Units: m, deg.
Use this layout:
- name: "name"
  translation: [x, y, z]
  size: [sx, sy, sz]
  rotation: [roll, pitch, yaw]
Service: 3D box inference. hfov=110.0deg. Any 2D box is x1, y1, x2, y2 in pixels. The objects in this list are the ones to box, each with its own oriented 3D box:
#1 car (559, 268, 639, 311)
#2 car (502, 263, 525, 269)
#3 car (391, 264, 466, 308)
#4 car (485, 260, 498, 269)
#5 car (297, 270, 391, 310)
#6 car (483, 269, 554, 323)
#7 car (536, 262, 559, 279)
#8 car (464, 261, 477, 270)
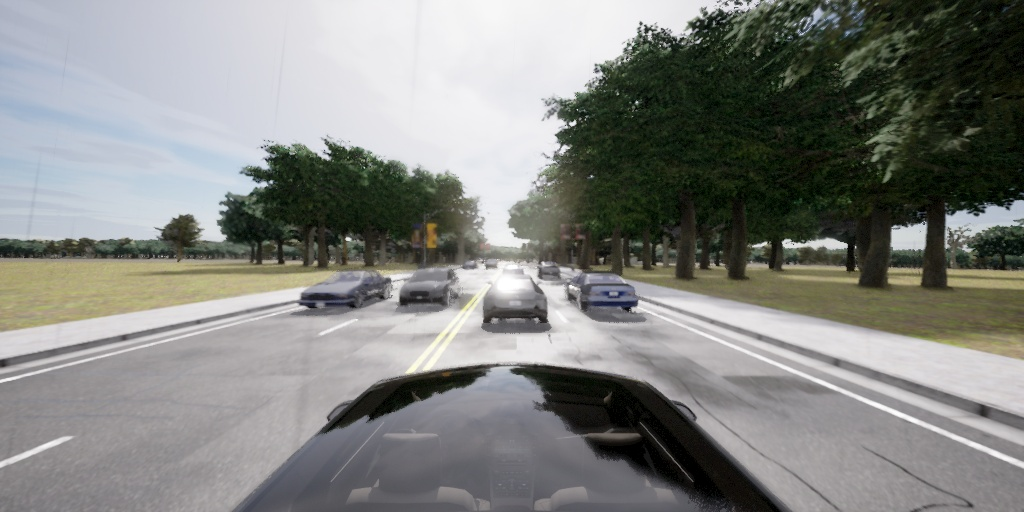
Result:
- name: "car"
  translation: [3.348, 1.293, 14.309]
  size: [2.033, 1.411, 5.357]
  rotation: [0, 0, 0]
- name: "car"
  translation: [0.097, 1.325, 30.239]
  size: [2.033, 1.411, 5.357]
  rotation: [0, 0, 0]
- name: "car"
  translation: [-3.351, 1.251, 15.361]
  size: [1.837, 1.490, 4.892]
  rotation: [0, 0, 0]
- name: "car"
  translation: [-3.308, 1.322, 57.791]
  size: [1.882, 1.535, 5.008]
  rotation: [0, 0, 0]
- name: "car"
  translation: [-6.602, 1.294, 15.016]
  size: [2.033, 1.411, 5.357]
  rotation: [0, 0, 0]
- name: "car"
  translation: [0.099, 1.309, 12.151]
  size: [1.994, 1.385, 4.181]
  rotation: [0, 0, 0]
- name: "car"
  translation: [3.347, 1.276, 33.132]
  size: [2.128, 1.511, 4.902]
  rotation: [0, 0, 0]
- name: "car"
  translation: [-6.559, 1.404, 56.352]
  size: [1.994, 1.385, 4.181]
  rotation: [0, 0, 0]
